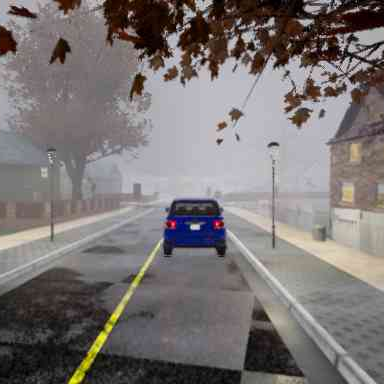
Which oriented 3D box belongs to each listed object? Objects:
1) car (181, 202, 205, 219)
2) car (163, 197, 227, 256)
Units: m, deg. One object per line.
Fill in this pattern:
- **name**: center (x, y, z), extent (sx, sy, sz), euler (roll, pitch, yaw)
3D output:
- **car**: center (0.086, 1.555, 29.102), extent (1.895, 1.301, 4.718), euler (0, 0, 0)
- **car**: center (0.096, 1.191, 13.076), extent (2.150, 2.045, 5.566), euler (0, 0, 0)
